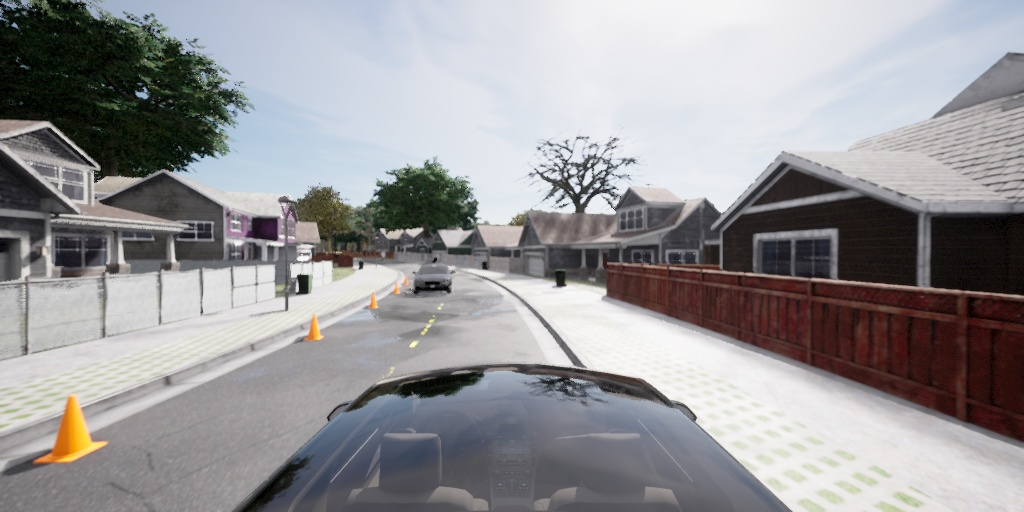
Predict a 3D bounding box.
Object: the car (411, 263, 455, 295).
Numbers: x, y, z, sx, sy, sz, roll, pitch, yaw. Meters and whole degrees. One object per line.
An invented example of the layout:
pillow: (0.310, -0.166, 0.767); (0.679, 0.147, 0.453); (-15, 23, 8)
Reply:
car: (-4.080, 1.126, 18.865); (1.837, 1.490, 4.892); (0, 0, -10)

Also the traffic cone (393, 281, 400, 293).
traffic cone: (-5.866, 1.585, 18.188); (0.340, 0.580, 0.340); (0, 0, -10)

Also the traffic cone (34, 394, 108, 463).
traffic cone: (-4.435, 1.697, 3.618); (0.340, 0.580, 0.340); (0, 0, -2)

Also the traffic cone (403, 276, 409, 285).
traffic cone: (-6.795, 1.547, 22.983); (0.340, 0.580, 0.340); (0, 0, -12)

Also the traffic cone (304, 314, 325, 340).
traffic cone: (-4.684, 1.661, 8.495); (0.340, 0.580, 0.340); (0, 0, -4)

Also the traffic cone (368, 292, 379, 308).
traffic cone: (-5.161, 1.623, 13.356); (0.340, 0.580, 0.340); (0, 0, -7)
